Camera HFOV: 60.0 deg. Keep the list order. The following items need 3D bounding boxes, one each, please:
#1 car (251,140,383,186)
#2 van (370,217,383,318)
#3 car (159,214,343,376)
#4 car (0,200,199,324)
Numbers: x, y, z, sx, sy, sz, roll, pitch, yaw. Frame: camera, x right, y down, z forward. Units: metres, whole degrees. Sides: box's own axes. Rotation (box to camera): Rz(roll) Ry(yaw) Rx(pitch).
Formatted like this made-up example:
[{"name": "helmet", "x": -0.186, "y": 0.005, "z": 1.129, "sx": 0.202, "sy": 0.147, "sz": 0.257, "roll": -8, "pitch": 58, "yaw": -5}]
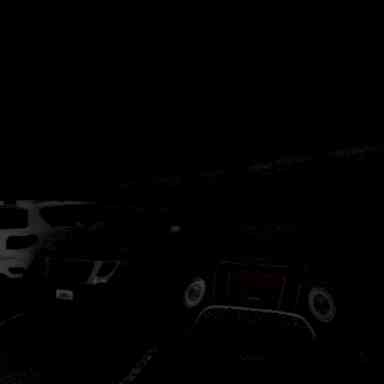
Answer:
[{"name": "car", "x": 4.879, "y": -1.014, "z": 11.944, "sx": 5.357, "sy": 1.411, "sz": 2.033, "roll": -5, "pitch": -3, "yaw": 36}, {"name": "van", "x": 3.759, "y": 1.262, "z": 4.331, "sx": 1.878, "sy": 1.987, "sz": 4.442, "roll": 0, "pitch": -1, "yaw": 15}, {"name": "car", "x": 1.284, "y": 1.362, "z": 5.998, "sx": 2.185, "sy": 1.767, "sz": 4.553, "roll": 1, "pitch": -1, "yaw": 15}, {"name": "car", "x": -1.190, "y": 1.235, "z": 7.693, "sx": 2.435, "sy": 2.045, "sz": 5.566, "roll": 1, "pitch": -1, "yaw": 15}]
